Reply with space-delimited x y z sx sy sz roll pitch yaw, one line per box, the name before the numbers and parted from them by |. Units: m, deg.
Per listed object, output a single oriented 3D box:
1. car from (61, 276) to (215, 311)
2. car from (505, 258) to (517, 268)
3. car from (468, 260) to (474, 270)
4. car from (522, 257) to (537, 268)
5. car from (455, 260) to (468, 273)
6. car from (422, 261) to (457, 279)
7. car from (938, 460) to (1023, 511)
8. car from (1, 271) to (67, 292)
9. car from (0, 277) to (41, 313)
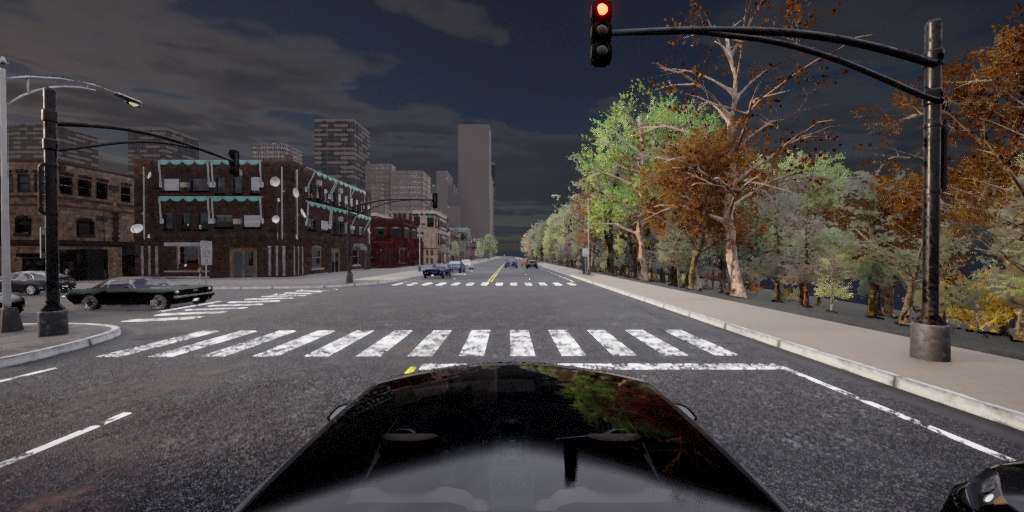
car | -15.384 1.521 15.057 4.718 1.301 1.895 -1 1 3
car | -0.164 1.083 60.615 2.097 1.767 4.553 0 0 0
car | -6.805 1.257 53.345 1.812 1.442 4.674 0 0 0
car | 3.099 1.233 58.278 1.837 1.490 4.892 0 0 0
car | -6.771 1.262 43.075 1.812 1.442 4.674 0 0 0
car | -6.729 1.341 32.904 1.895 1.301 4.718 0 0 2
car | 3.363 1.314 0.200 1.994 1.385 4.181 0 0 -1
car | -28.365 1.560 21.004 4.403 1.370 2.007 0 0 0
car | -19.994 1.565 12.529 4.313 1.339 1.948 0 0 0
